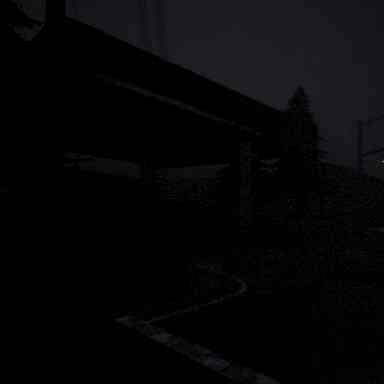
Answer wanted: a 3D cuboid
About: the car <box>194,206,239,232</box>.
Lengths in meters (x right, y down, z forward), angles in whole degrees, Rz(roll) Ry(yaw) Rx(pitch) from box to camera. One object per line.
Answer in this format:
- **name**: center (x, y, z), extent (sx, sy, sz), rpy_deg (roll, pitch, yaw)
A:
- **car**: center (1.905, 2.063, 25.661), extent (1.905, 1.878, 3.866), rpy_deg (2, -2, -44)
